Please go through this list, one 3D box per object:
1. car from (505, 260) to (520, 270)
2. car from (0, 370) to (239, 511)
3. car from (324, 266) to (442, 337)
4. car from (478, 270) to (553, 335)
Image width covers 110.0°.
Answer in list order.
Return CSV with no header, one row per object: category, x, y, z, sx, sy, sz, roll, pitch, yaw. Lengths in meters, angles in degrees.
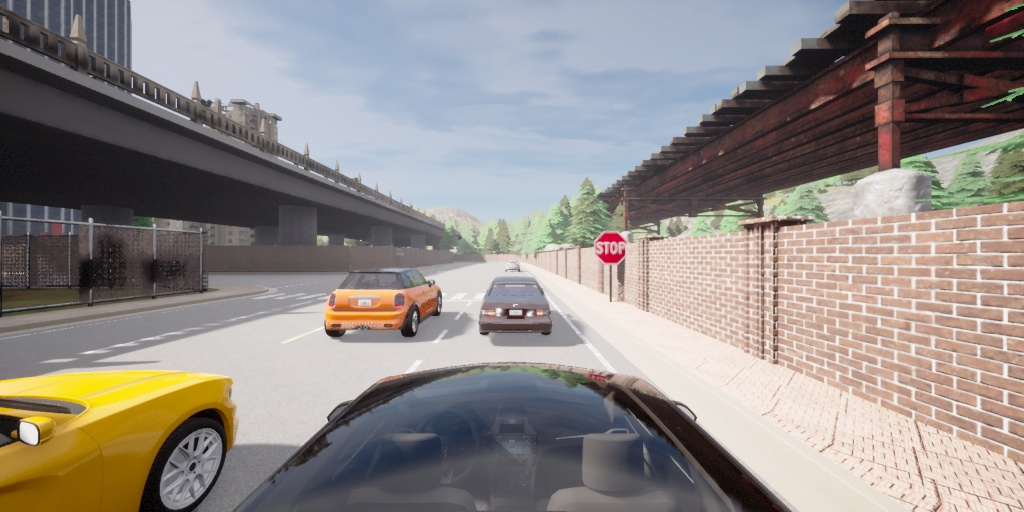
car,0.083,1.276,46.330,1.812,1.442,4.674,0,0,-1
car,-3.398,1.228,1.186,1.882,1.535,5.008,0,0,0
car,-3.420,1.102,10.443,2.097,1.767,4.553,0,0,0
car,0.081,1.297,10.464,2.033,1.411,5.357,0,0,0
